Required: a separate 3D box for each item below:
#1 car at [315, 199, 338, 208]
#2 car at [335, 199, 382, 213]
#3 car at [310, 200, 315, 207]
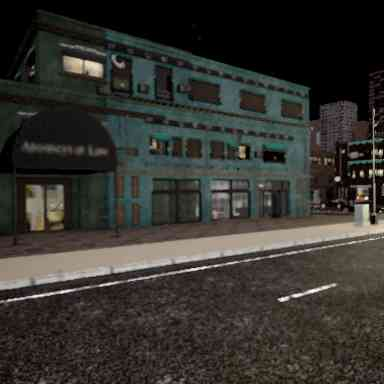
[{"bbox_3d":[21.188,1.728,49.460,2.008,1.369,4.403,-2,0,-35],"label":"car"},{"bbox_3d":[19.104,1.746,37.732,1.947,1.339,4.313,-2,0,-35],"label":"car"},{"bbox_3d":[17.977,1.823,53.969,1.802,1.307,4.206,-2,0,-35],"label":"car"}]
